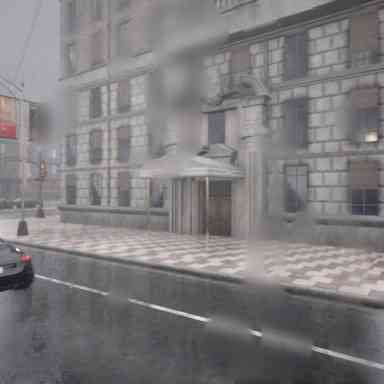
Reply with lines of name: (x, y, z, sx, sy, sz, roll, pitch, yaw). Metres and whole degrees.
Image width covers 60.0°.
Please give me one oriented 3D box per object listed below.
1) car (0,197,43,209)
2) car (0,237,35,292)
car: (-22.100, 1.475, 43.615, 1.882, 1.535, 5.008, 0, 0, 35)
car: (-5.586, 1.563, 7.831, 4.181, 1.385, 1.994, 0, 0, 35)
